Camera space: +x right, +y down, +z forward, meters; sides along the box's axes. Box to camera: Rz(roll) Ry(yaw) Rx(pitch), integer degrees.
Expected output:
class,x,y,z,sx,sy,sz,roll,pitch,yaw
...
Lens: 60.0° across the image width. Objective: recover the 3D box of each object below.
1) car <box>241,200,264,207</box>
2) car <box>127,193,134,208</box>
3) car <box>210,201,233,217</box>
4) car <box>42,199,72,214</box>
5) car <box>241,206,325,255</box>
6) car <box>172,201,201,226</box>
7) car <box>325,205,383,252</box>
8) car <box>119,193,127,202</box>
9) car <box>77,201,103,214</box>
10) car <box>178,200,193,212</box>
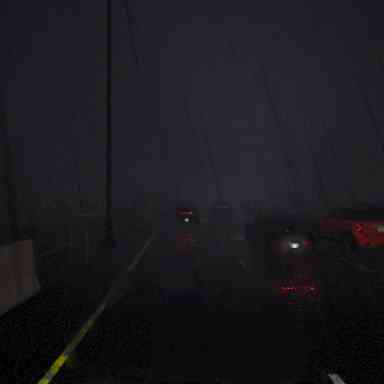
class,x,y,z,sx,sy,sz,roll,pitch,yaw
car,6.332,1.611,34.975,2.128,1.511,4.902,0,0,-1
car,-8.235,1.398,51.783,2.150,2.045,5.566,0,0,-1
car,2.878,1.604,32.950,2.128,1.511,4.902,0,0,-1
car,-14.913,1.603,36.928,1.882,1.535,5.008,0,0,-1
car,3.379,1.552,13.568,1.837,1.490,4.892,0,0,-2
car,-0.415,1.589,24.366,1.837,1.490,4.892,0,0,-1
car,6.860,1.401,14.261,2.097,1.767,4.553,0,0,-2
car,-15.798,1.300,79.165,2.150,2.045,5.566,0,0,-1
car,-11.423,1.691,37.456,1.994,1.385,4.181,0,0,-1
car,-0.841,1.745,42.283,1.895,1.301,4.718,0,0,-1
